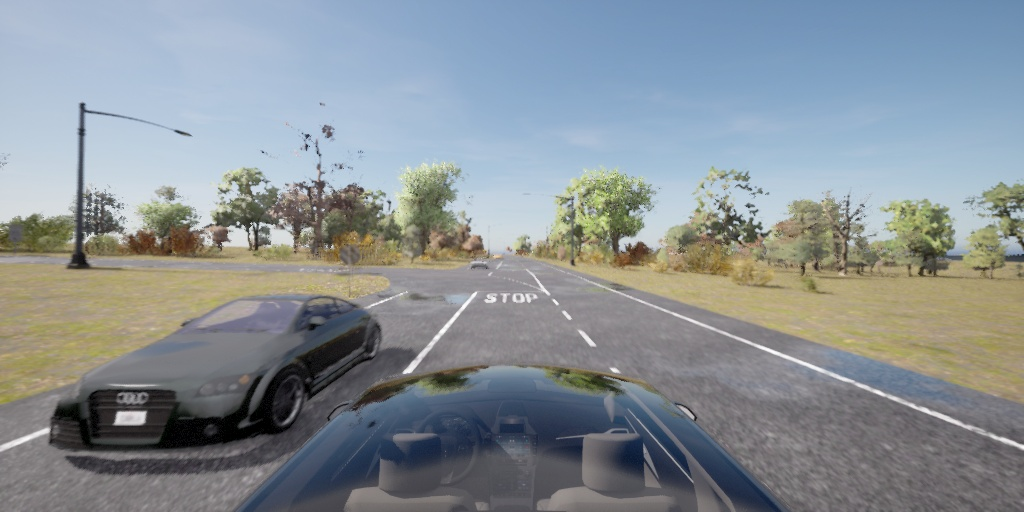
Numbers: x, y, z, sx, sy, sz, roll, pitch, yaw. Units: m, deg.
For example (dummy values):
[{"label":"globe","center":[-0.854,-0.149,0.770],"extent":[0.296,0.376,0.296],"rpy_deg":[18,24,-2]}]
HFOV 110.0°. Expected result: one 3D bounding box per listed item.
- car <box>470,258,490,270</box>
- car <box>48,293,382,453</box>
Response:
[{"label":"car","center":[-3.562,0.877,40.083],"extent":[1.895,1.301,4.718],"rpy_deg":[1,-1,0]},{"label":"car","center":[-3.509,1.278,5.289],"extent":[1.994,1.385,4.181],"rpy_deg":[0,1,0]}]
